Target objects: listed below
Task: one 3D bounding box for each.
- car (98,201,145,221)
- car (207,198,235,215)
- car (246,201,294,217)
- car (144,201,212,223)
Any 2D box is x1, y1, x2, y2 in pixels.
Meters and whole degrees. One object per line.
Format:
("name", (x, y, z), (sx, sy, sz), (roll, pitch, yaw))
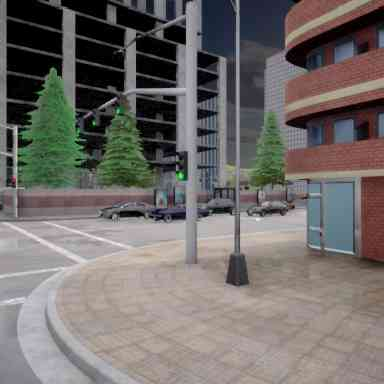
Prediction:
("car", (-5.288, 1.547, 27.587), (4.902, 1.511, 2.128), (0, 0, -35))
("car", (2.198, 1.407, 32.882), (4.553, 1.767, 2.097), (0, 0, -35))
("car", (7.355, 1.581, 32.239), (4.674, 1.442, 1.812), (0, 0, -35))
("car", (-1.025, 1.656, 26.315), (4.718, 1.301, 1.895), (0, 0, -35))
